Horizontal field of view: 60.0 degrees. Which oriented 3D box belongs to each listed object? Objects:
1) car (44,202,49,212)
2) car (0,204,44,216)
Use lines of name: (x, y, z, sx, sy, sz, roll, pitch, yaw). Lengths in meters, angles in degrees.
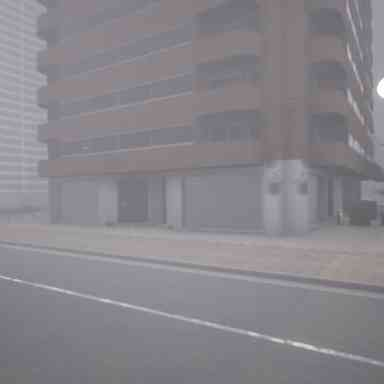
car: (-19.569, 1.995, 46.620, 1.837, 1.490, 4.892, -1, -1, 32)
car: (-20.330, 2.059, 38.821, 1.895, 1.301, 4.718, -1, 0, 32)
